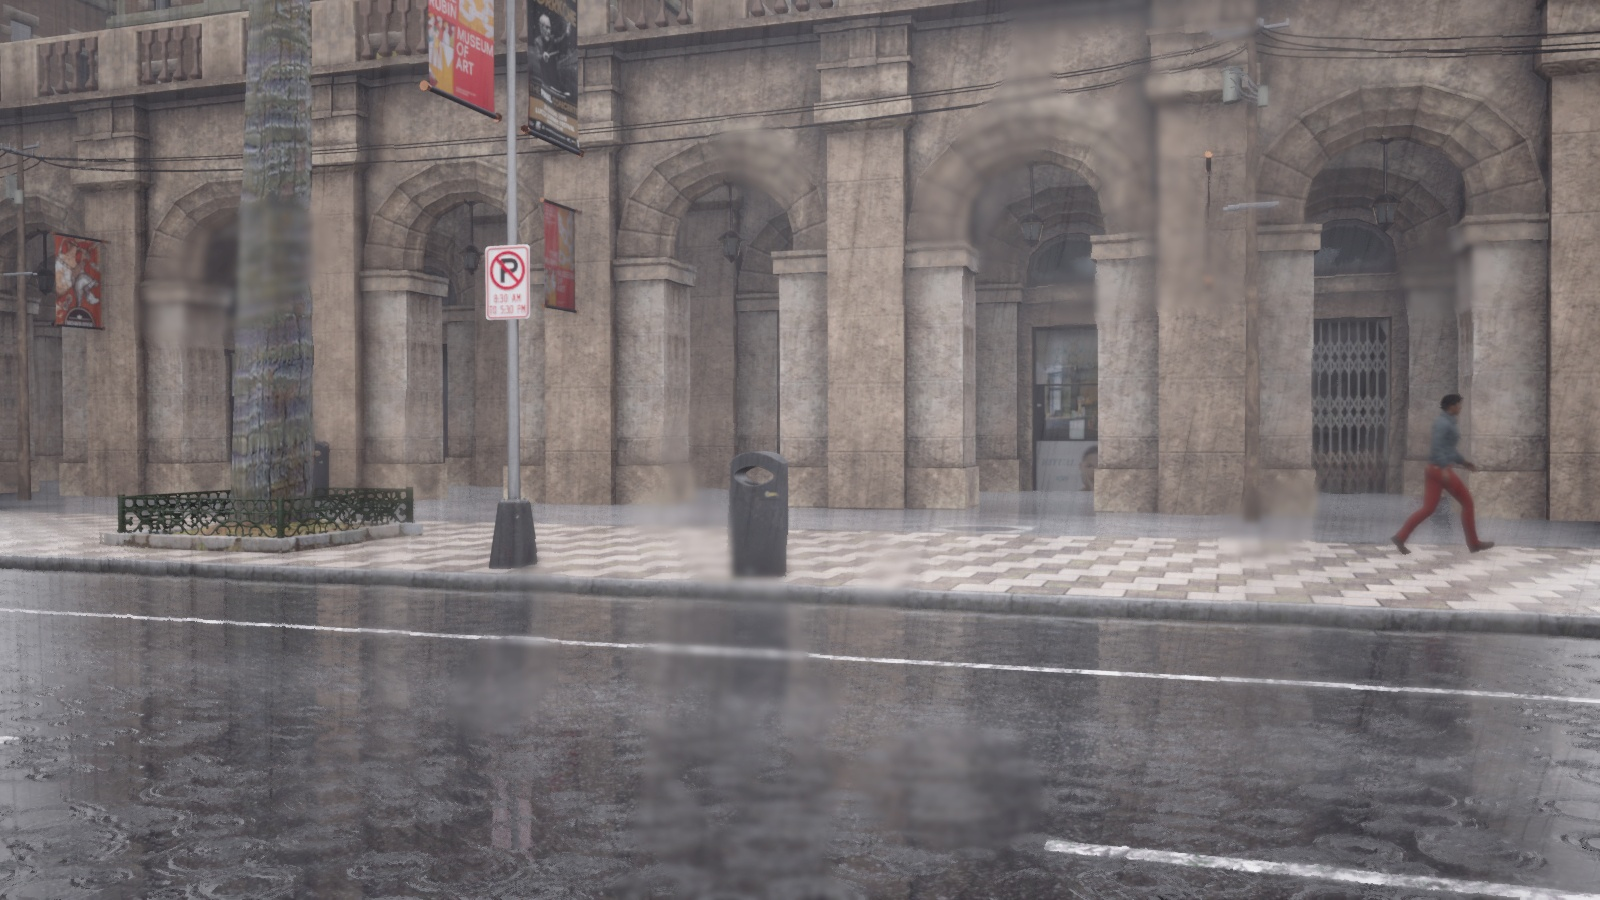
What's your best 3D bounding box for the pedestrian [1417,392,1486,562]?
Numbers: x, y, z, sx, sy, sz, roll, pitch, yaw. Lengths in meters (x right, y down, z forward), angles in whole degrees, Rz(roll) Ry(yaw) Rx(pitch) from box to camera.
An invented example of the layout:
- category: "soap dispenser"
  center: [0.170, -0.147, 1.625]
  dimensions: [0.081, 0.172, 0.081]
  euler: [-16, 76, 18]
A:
- category: "pedestrian"
  center: [7.177, 0.288, 13.848]
  dimensions: [0.614, 1.847, 0.353]
  euler: [1, 1, 18]
